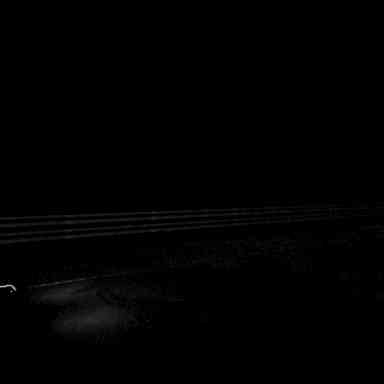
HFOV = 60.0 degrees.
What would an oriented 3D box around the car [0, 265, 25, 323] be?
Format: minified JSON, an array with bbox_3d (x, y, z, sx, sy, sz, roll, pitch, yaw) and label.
[{"bbox_3d":[-4.911,1.484,4.585,4.674,1.442,1.812,0,0,-36],"label":"car"}]
